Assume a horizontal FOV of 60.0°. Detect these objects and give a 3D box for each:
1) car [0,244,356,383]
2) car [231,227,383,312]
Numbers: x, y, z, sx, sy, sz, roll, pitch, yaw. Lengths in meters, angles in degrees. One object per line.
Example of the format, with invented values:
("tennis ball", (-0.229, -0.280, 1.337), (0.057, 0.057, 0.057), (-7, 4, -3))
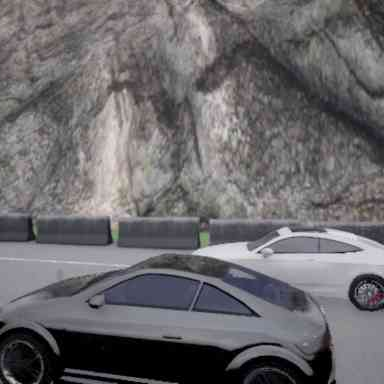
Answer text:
("car", (-0.418, 1.547, 4.310), (4.181, 1.385, 1.994), (0, 0, 13))
("car", (2.230, 1.504, 7.290), (4.674, 1.442, 1.812), (0, 0, 13))
